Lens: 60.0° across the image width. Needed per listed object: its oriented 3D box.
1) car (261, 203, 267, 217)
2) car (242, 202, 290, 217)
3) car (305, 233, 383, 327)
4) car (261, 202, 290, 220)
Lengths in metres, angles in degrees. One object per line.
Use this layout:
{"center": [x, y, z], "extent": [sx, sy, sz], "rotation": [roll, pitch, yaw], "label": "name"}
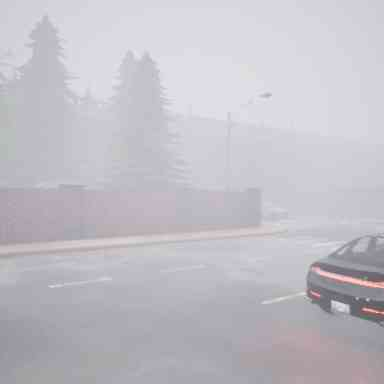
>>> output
{"center": [4.236, 1.844, 30.338], "extent": [1.895, 1.301, 4.718], "rotation": [1, 0, -33], "label": "car"}
{"center": [8.240, 1.862, 37.532], "extent": [2.033, 1.411, 5.357], "rotation": [1, 0, -33], "label": "car"}
{"center": [4.282, 1.561, 6.402], "extent": [4.902, 1.511, 2.128], "rotation": [1, 0, -33], "label": "car"}
{"center": [7.282, 1.805, 32.110], "extent": [1.812, 1.442, 4.674], "rotation": [1, 0, -33], "label": "car"}
